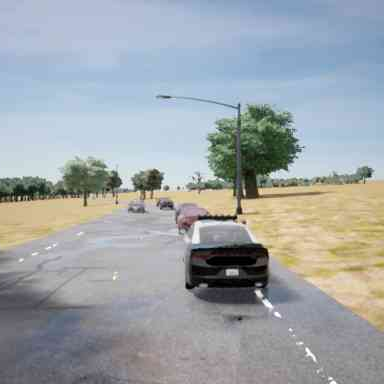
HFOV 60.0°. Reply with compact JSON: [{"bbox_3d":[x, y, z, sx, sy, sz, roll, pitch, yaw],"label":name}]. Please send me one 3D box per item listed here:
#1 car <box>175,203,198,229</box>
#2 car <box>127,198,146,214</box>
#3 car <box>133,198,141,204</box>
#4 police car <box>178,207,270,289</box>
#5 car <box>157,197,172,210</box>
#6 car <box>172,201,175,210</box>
[{"bbox_3d":[0.098,1.577,19.308,1.812,1.442,4.674,0,0,-4],"label":"car"},{"bbox_3d":[-6.272,1.614,37.843,2.128,1.511,4.902,0,0,-6],"label":"car"},{"bbox_3d":[-15.598,2.530,93.589,1.882,1.535,5.008,0,-1,-13],"label":"car"},{"bbox_3d":[0.695,1.446,9.378,1.930,1.638,5.238,0,0,-3],"label":"police car"},{"bbox_3d":[-3.536,1.701,46.160,1.837,1.490,4.892,0,-1,-7],"label":"car"},{"bbox_3d":[-0.363,1.575,25.325,1.837,1.490,4.892,0,0,-5],"label":"car"}]
